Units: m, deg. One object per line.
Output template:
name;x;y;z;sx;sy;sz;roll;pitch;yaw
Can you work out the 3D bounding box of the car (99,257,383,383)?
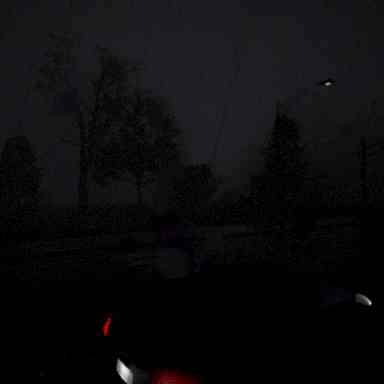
car;1.048;1.548;4.093;4.181;1.385;1.994;0;0;-35
